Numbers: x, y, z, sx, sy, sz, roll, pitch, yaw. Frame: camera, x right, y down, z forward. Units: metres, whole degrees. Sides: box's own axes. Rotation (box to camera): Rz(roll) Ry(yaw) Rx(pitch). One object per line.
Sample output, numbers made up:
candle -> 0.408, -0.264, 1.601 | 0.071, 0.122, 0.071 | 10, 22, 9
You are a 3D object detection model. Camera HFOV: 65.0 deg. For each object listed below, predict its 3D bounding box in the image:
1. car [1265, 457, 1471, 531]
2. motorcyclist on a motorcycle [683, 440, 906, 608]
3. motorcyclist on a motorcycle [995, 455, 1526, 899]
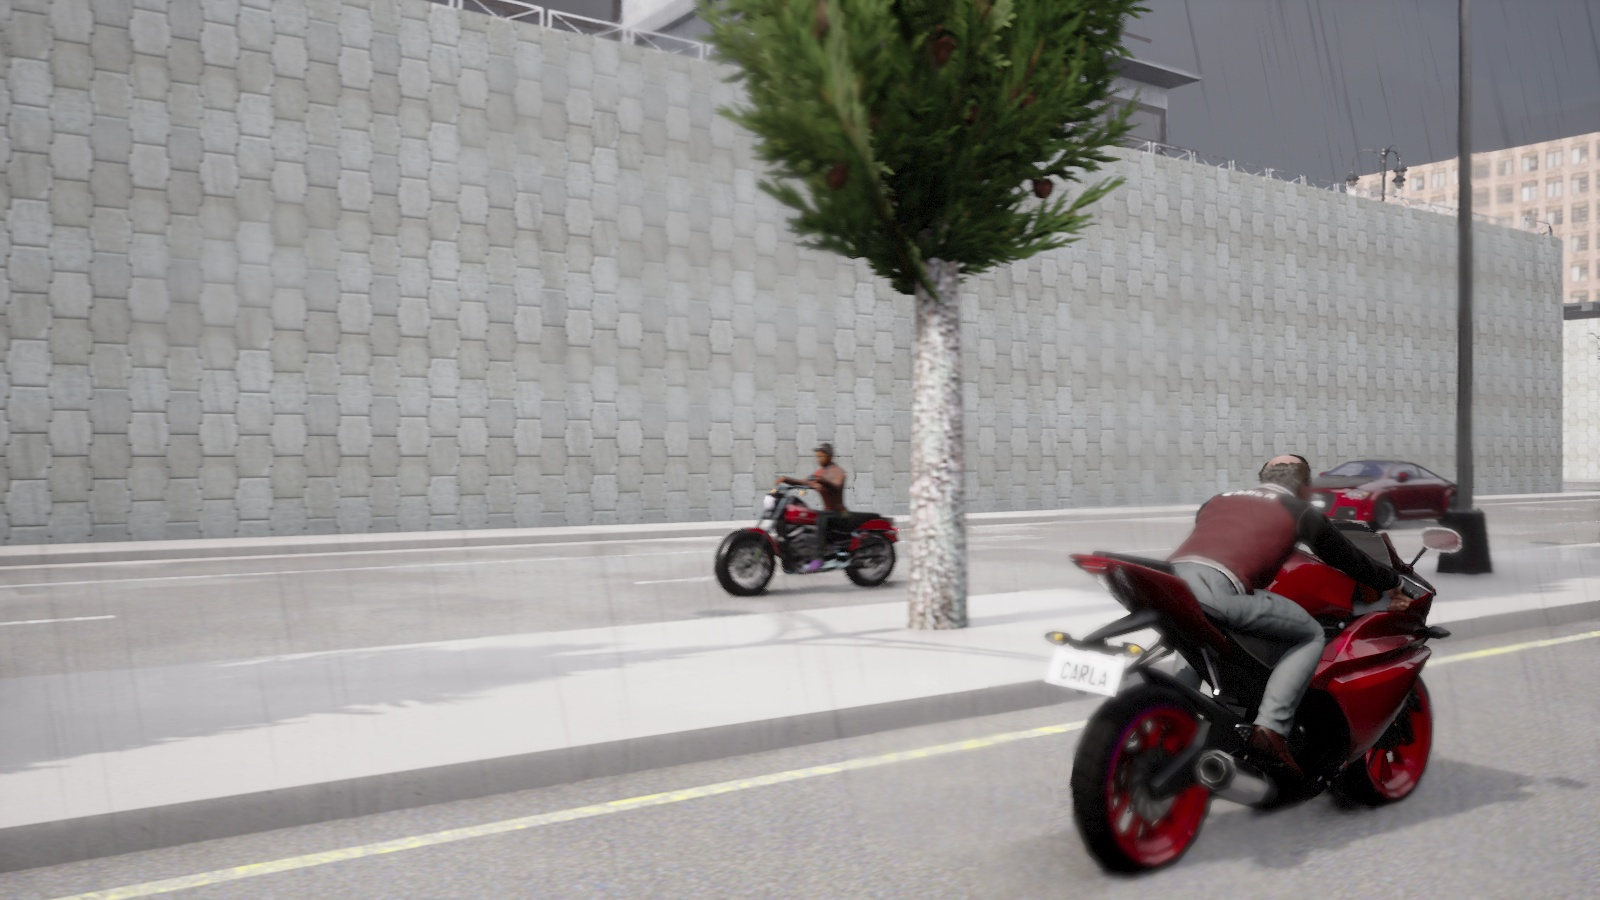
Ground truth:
car -> 11.714, 0.847, 25.823 | 4.181, 1.385, 1.994 | 0, 0, -35
motorcyclist on a motorcycle -> -0.027, 0.728, 13.387 | 2.350, 1.649, 0.766 | 0, 0, -35
motorcyclist on a motorcycle -> 1.876, 0.788, 4.963 | 2.191, 1.530, 0.866 | 0, 0, -35
